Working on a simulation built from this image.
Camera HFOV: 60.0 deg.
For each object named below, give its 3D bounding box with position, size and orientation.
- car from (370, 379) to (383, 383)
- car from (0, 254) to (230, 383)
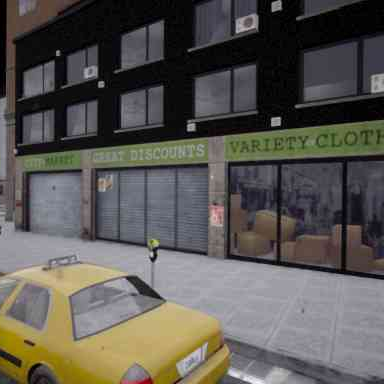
[{"bbox_3d":[2.810,1.551,1.085,4.403,1.369,2.008,0,1,36],"label":"car"},{"bbox_3d":[-1.875,1.524,4.428,4.829,1.417,1.752,0,1,36],"label":"car"}]
